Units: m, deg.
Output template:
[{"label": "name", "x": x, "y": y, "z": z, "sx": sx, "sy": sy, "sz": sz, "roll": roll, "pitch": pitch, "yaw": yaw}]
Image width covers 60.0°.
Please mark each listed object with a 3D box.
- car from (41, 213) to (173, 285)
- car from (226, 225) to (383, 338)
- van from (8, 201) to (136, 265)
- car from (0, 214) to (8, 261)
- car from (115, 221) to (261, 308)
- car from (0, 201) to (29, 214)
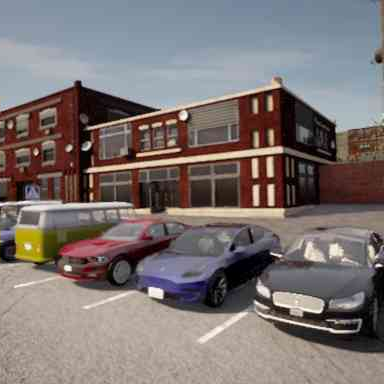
[{"label": "car", "x": -1.543, "y": 1.570, "z": 10.069, "sx": 2.097, "sy": 1.535, "sz": 5.008, "roll": -1, "pitch": -1, "yaw": 36}, {"label": "car", "x": 2.942, "y": 1.498, "z": 6.866, "sx": 2.231, "sy": 1.521, "sz": 4.892, "roll": -1, "pitch": -1, "yaw": 36}, {"label": "van", "x": -3.626, "y": 1.384, "z": 11.692, "sx": 1.878, "sy": 1.987, "sz": 4.442, "roll": -1, "pitch": -1, "yaw": 36}, {"label": "car", "x": -6.028, "y": 1.697, "z": 13.271, "sx": 2.002, "sy": 1.452, "sz": 4.674, "roll": -1, "pitch": -1, "yaw": 36}, {"label": "car", "x": 0.678, "y": 1.561, "z": 8.439, "sx": 2.163, "sy": 1.488, "sz": 4.792, "roll": -1, "pitch": -1, "yaw": 36}, {"label": "car", "x": -8.296, "y": 1.454, "z": 14.852, "sx": 2.435, "sy": 2.045, "sz": 5.566, "roll": -1, "pitch": -1, "yaw": 36}]
